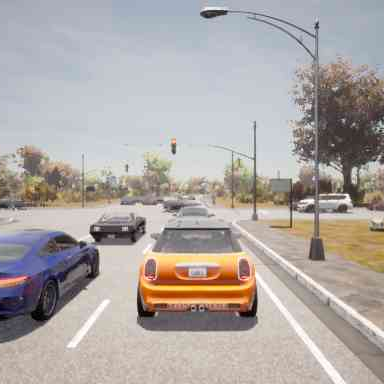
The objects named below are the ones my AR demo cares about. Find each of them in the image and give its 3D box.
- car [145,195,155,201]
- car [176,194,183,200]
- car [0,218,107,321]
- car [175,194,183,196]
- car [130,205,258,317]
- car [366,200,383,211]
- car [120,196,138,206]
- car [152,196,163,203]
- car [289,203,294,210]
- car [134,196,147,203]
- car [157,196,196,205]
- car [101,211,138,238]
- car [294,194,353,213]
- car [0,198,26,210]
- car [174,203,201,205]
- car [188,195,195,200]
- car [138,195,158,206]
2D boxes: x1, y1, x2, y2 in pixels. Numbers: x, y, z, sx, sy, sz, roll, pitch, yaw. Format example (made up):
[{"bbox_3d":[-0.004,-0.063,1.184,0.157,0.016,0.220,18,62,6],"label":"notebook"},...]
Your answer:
[{"bbox_3d":[-10.599,1.548,84.805,1.994,1.385,4.181,0,0,0],"label":"car"},{"bbox_3d":[-3.571,1.374,95.005,1.812,1.442,4.674,0,0,1],"label":"car"},{"bbox_3d":[-3.409,1.526,7.161,1.812,1.442,4.674,0,0,0],"label":"car"},{"bbox_3d":[-3.599,1.492,84.597,1.837,1.490,4.892,0,0,0],"label":"car"},{"bbox_3d":[0.091,1.352,7.629,2.097,1.767,4.553,0,0,0],"label":"car"},{"bbox_3d":[22.927,1.555,39.159,4.181,1.385,1.994,0,0,3],"label":"car"},{"bbox_3d":[-10.654,1.500,55.146,1.837,1.490,4.892,0,1,0],"label":"car"},{"bbox_3d":[-7.085,1.595,69.256,1.895,1.301,4.718,0,0,0],"label":"car"},{"bbox_3d":[14.037,1.504,39.631,4.892,1.490,1.837,0,0,3],"label":"car"},{"bbox_3d":[-10.584,1.554,68.580,1.994,1.385,4.181,0,0,0],"label":"car"},{"bbox_3d":[-0.994,1.491,36.015,4.902,1.511,2.128,0,0,40],"label":"car"},{"bbox_3d":[-3.420,1.601,16.319,1.895,1.301,4.718,0,0,0],"label":"car"},{"bbox_3d":[14.422,1.221,36.103,5.566,2.045,2.150,0,0,3],"label":"car"},{"bbox_3d":[-23.336,1.491,41.591,4.902,1.511,2.128,0,0,4],"label":"car"},{"bbox_3d":[0.079,1.505,16.587,1.837,1.490,4.892,0,0,0],"label":"car"},{"bbox_3d":[-0.073,1.595,94.768,1.895,1.301,4.718,0,0,1],"label":"car"},{"bbox_3d":[-7.155,1.352,55.696,2.097,1.767,4.553,0,0,0],"label":"car"}]
